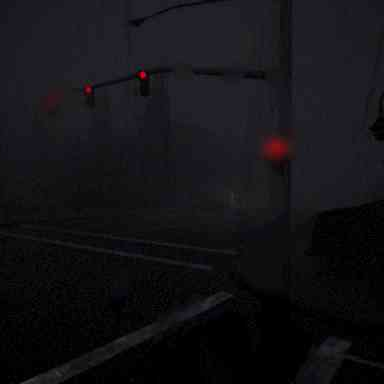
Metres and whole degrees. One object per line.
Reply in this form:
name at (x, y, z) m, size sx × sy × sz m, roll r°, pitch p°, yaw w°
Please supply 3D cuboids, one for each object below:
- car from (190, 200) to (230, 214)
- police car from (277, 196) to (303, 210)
car at (1.841, 1.433, 33.646) m, size 1.895 × 1.301 × 4.718 m, roll 1°, pitch 0°, yaw 37°
police car at (12.250, 1.284, 41.472) m, size 1.930 × 1.638 × 5.238 m, roll 1°, pitch 0°, yaw 37°
